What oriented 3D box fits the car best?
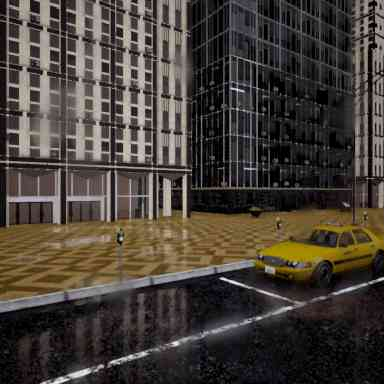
[{"bbox_3d":[3.808,1.526,9.264,4.829,1.417,1.752,0,0,-35],"label":"car"}]
